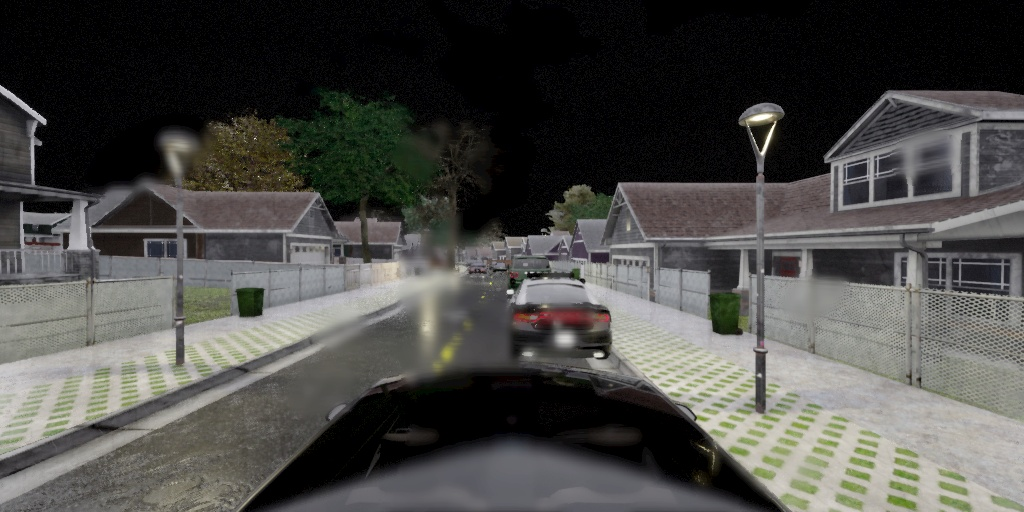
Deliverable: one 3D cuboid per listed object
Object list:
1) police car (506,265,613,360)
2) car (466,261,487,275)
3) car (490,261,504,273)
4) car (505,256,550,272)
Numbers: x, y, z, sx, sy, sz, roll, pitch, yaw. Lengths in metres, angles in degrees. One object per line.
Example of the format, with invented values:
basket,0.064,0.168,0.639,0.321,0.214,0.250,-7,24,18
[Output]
police car,0.896,1.180,8.516,1.930,1.638,5.238,0,0,0
car,-3.849,1.431,40.441,1.994,1.385,4.181,0,0,-4
car,-1.522,1.477,47.483,1.994,1.385,4.181,0,0,-4
car,0.841,1.001,18.490,2.150,2.045,5.566,0,0,-1
